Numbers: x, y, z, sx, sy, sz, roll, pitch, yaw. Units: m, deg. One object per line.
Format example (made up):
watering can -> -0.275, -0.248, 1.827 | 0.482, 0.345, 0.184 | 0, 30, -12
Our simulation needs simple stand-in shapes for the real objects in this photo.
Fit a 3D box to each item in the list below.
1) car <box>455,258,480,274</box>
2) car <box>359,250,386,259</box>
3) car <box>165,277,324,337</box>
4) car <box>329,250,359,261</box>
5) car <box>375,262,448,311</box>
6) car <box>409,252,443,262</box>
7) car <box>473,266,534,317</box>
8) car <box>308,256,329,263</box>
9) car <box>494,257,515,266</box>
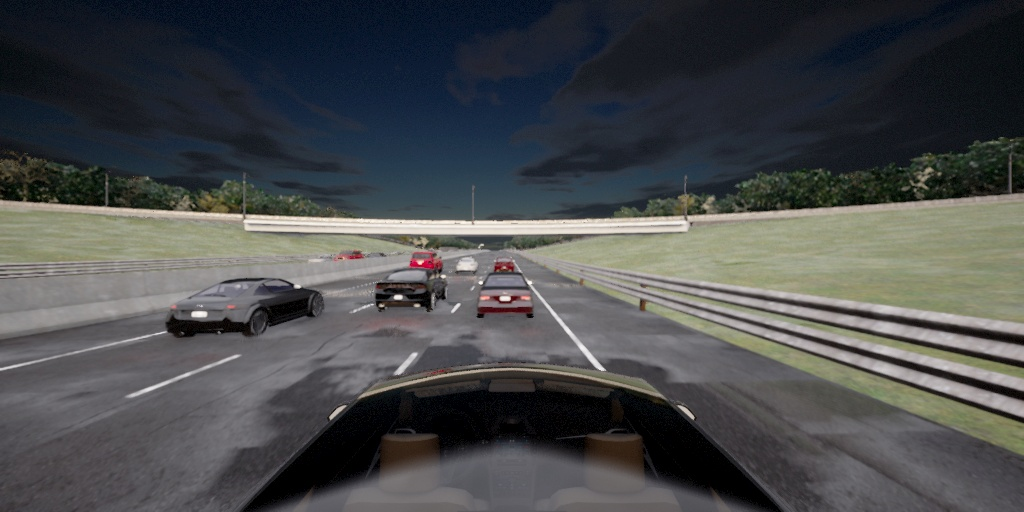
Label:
car -> -4.227, 0.877, 34.416 | 1.812, 1.442, 4.674 | 0, 1, -1
car -> -18.743, 0.354, 49.256 | 2.097, 1.767, 4.553 | 0, 1, -1
car -> -7.180, 1.290, 10.190 | 1.994, 1.385, 4.181 | 0, 0, -1
car -> -22.237, 0.227, 48.959 | 2.150, 2.045, 5.566 | 0, 1, -1
car -> -3.768, 1.175, 14.182 | 1.882, 1.535, 5.008 | 0, 0, -1
car -> -7.683, 0.616, 32.420 | 2.150, 2.045, 5.566 | 0, 1, -1
car -> -0.238, 1.258, 12.900 | 2.033, 1.411, 5.357 | 0, 0, -1
car -> -25.734, 0.602, 48.986 | 1.895, 1.301, 4.718 | 0, 1, -1
car -> -0.740, 0.822, 34.889 | 1.882, 1.535, 5.008 | 0, 1, -1
